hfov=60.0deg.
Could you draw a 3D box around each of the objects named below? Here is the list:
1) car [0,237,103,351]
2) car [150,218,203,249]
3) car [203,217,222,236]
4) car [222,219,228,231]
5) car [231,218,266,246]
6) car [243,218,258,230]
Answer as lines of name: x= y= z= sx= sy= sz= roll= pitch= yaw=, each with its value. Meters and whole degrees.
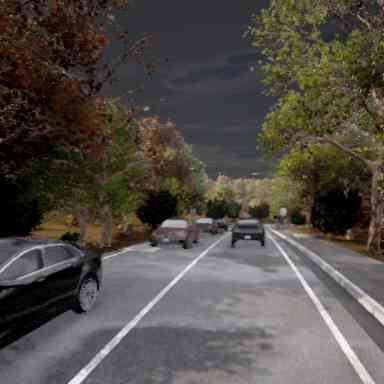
car: x=-3.158 y=1.545 z=5.281 sx=2.128 sy=1.511 sz=4.902 roll=1 pitch=-1 yaw=12
car: x=-0.791 y=2.119 z=17.714 sx=1.812 sy=1.442 sz=4.674 roll=1 pitch=-4 yaw=10
car: x=1.164 y=2.909 z=28.404 sx=1.812 sy=1.442 sz=4.674 roll=1 pitch=-5 yaw=11
car: x=3.284 y=3.925 z=40.025 sx=1.895 sy=1.301 sz=4.718 roll=0 pitch=-4 yaw=11
car: x=3.399 y=2.325 z=20.074 sx=1.837 sy=1.490 sz=4.892 roll=1 pitch=-4 yaw=10
car: x=8.205 y=4.446 z=46.560 sx=1.837 sy=1.490 sz=4.892 roll=1 pitch=-4 yaw=11
